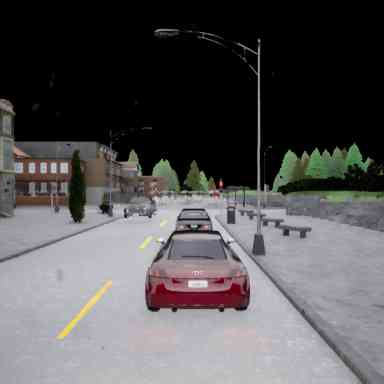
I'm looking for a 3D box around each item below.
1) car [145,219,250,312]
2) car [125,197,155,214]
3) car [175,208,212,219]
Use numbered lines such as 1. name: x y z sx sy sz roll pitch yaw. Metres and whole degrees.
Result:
1. car: 0.095 1.564 7.777 1.994 1.385 4.181 0 0 0
2. car: -4.025 1.073 26.371 2.097 1.767 4.553 0 0 0
3. car: 0.084 1.547 17.013 2.033 1.411 5.357 0 0 0
